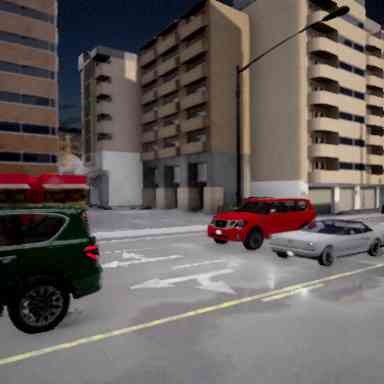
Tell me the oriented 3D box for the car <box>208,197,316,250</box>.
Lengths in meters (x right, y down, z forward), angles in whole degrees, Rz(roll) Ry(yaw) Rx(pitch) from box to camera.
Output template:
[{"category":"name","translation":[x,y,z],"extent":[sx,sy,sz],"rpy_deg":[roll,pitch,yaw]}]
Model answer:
[{"category":"car","translation":[3.319,1.270,14.946],"extent":[5.566,2.045,2.150],"rpy_deg":[0,0,-35]}]

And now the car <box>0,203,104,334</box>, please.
[{"category":"car","translation":[-4.238,1.225,5.257],"extent":[5.566,2.045,2.150],"rpy_deg":[1,0,-36]}]

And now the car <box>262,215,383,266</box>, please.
[{"category":"car","translation":[4.921,1.646,11.788],"extent":[4.718,1.301,1.895],"rpy_deg":[0,0,-35]}]
